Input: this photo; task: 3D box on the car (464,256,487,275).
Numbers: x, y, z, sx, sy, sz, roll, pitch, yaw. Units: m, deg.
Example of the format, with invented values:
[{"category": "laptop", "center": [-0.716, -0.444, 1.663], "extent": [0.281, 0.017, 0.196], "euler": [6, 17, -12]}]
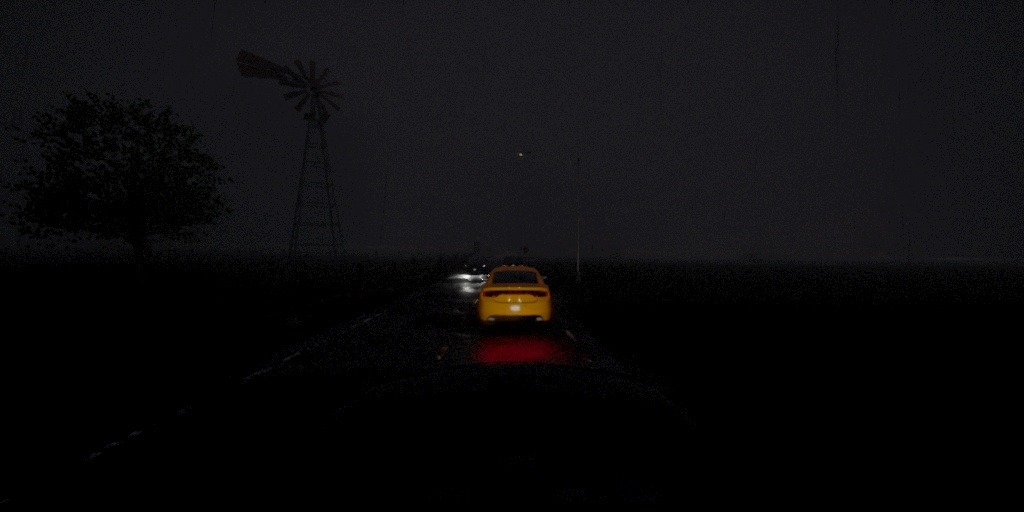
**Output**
[{"category": "car", "center": [-2.844, 0.711, 29.700], "extent": [1.812, 1.442, 4.674], "euler": [0, 1, 0]}]

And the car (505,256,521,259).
[{"category": "car", "center": [0.097, 0.728, 29.906], "extent": [2.033, 1.411, 5.357], "euler": [0, 1, 0]}]

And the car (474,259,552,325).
[{"category": "car", "center": [0.082, 1.039, 11.060], "extent": [1.882, 1.535, 5.008], "euler": [0, 1, 0]}]
